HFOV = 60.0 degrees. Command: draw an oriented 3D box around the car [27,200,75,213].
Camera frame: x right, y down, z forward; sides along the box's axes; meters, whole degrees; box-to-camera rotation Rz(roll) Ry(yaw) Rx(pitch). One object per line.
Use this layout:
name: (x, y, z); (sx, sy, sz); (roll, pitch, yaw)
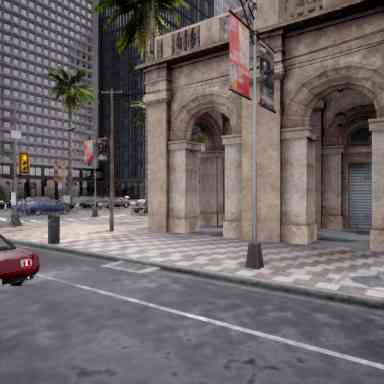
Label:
car: (-15.761, 1.601, 37.426); (1.895, 1.301, 4.718); (0, 0, 36)

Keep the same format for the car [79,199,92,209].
car: (-13.231, 1.547, 46.926); (2.033, 1.411, 5.357); (0, 0, 36)

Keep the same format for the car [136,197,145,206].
car: (-7.339, 1.526, 55.078); (1.812, 1.442, 4.674); (0, 0, 36)

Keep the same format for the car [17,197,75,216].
car: (-14.452, 1.526, 32.916); (1.812, 1.442, 4.674); (0, 0, 36)

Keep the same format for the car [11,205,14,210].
car: (-18.767, 1.352, 39.244); (2.097, 1.767, 4.553); (0, 0, 36)

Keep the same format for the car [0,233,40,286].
car: (-5.817, 1.601, 8.194); (4.718, 1.301, 1.895); (0, 0, 37)

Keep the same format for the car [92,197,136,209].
car: (-10.458, 1.492, 44.783); (2.128, 1.511, 4.902); (0, 0, 36)

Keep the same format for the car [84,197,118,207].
car: (-13.907, 1.513, 51.272); (2.161, 1.482, 4.786); (0, 0, 35)
